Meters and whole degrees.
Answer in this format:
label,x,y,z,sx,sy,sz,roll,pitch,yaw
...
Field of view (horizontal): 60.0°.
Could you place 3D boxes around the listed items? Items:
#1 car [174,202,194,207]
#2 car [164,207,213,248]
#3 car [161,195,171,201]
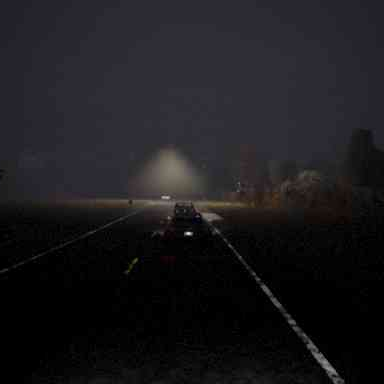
label,x,y,z,sx,sy,sz,roll,pitch,yaw
car,-0.691,1.590,29.770,1.895,1.301,4.718,0,0,-2
car,-0.179,1.564,14.723,1.994,1.385,4.181,0,0,-1
car,-5.992,1.367,75.880,1.812,1.442,4.674,0,0,-2
